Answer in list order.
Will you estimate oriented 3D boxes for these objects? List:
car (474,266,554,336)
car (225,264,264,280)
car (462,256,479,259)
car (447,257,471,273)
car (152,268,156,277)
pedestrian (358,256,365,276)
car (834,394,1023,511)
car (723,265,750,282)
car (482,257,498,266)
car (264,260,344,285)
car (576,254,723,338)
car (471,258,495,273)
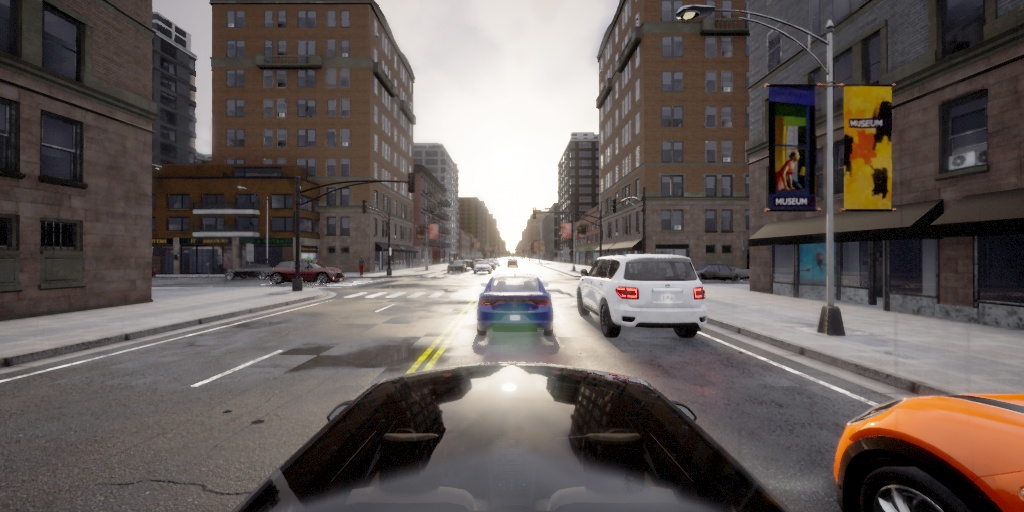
[{"bbox_3d":[0.085,1.228,10.491,1.882,1.535,5.008,0,0,0],"label":"car"},{"bbox_3d":[-22.113,1.331,30.782,4.313,1.339,1.948,0,0,0],"label":"car"},{"bbox_3d":[-6.574,0.965,53.152,2.150,2.045,5.566,0,0,0],"label":"car"},{"bbox_3d":[-6.577,1.227,43.408,1.882,1.535,5.008,0,0,0],"label":"car"},{"bbox_3d":[-33.135,1.344,30.844,4.207,1.307,1.802,0,0,0],"label":"car"},{"bbox_3d":[-14.129,0.920,33.615,0.375,1.860,0.375,0,0,0],"label":"pedestrian"},{"bbox_3d":[3.344,1.102,0.641,2.097,1.767,4.553,0,0,0],"label":"car"},{"bbox_3d":[15.852,1.337,28.385,5.357,1.411,2.033,0,0,0],"label":"car"},{"bbox_3d":[-3.324,1.273,50.734,1.812,1.442,4.674,0,0,0],"label":"car"},{"bbox_3d":[-14.431,1.099,25.458,4.553,1.767,2.097,0,0,-2],"label":"car"},{"bbox_3d":[3.336,0.972,10.351,2.150,2.045,5.566,0,0,0],"label":"car"},{"bbox_3d":[-3.334,1.275,41.356,1.812,1.442,4.674,0,0,0],"label":"car"}]
